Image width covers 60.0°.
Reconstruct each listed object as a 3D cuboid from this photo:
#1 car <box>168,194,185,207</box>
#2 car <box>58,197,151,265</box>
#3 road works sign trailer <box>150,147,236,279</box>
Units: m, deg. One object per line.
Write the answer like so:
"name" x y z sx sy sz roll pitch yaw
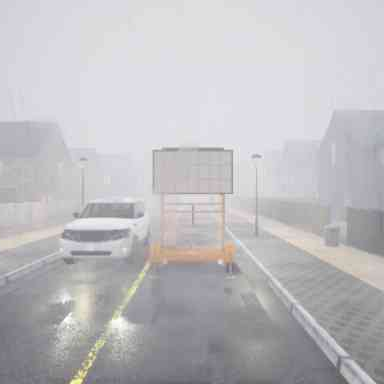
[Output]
"car" -2.724 1.384 54.372 2.150 2.045 5.566 0 -1 0
"car" -2.825 1.224 12.066 2.150 2.045 5.566 0 0 0
"road works sign trailer" 0.027 0.466 10.071 2.380 3.560 2.880 0 0 1
